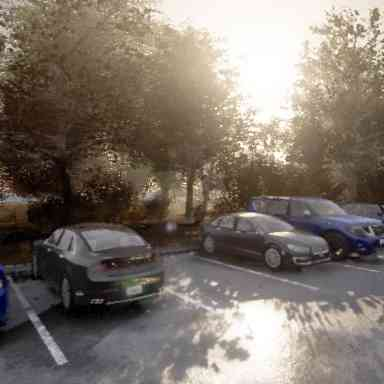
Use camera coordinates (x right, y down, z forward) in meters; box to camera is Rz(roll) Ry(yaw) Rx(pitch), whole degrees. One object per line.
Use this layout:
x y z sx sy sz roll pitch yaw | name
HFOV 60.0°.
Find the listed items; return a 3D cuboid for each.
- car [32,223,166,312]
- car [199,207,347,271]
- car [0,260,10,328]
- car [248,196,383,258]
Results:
-2.420 1.477 7.861 2.231 1.521 4.892 0 0 -36 | car
2.162 1.465 11.161 2.231 1.521 4.892 0 0 -36 | car
-4.716 1.480 6.215 2.097 1.535 5.008 0 0 -36 | car
4.376 1.205 12.705 2.435 2.045 5.566 0 0 -36 | car
